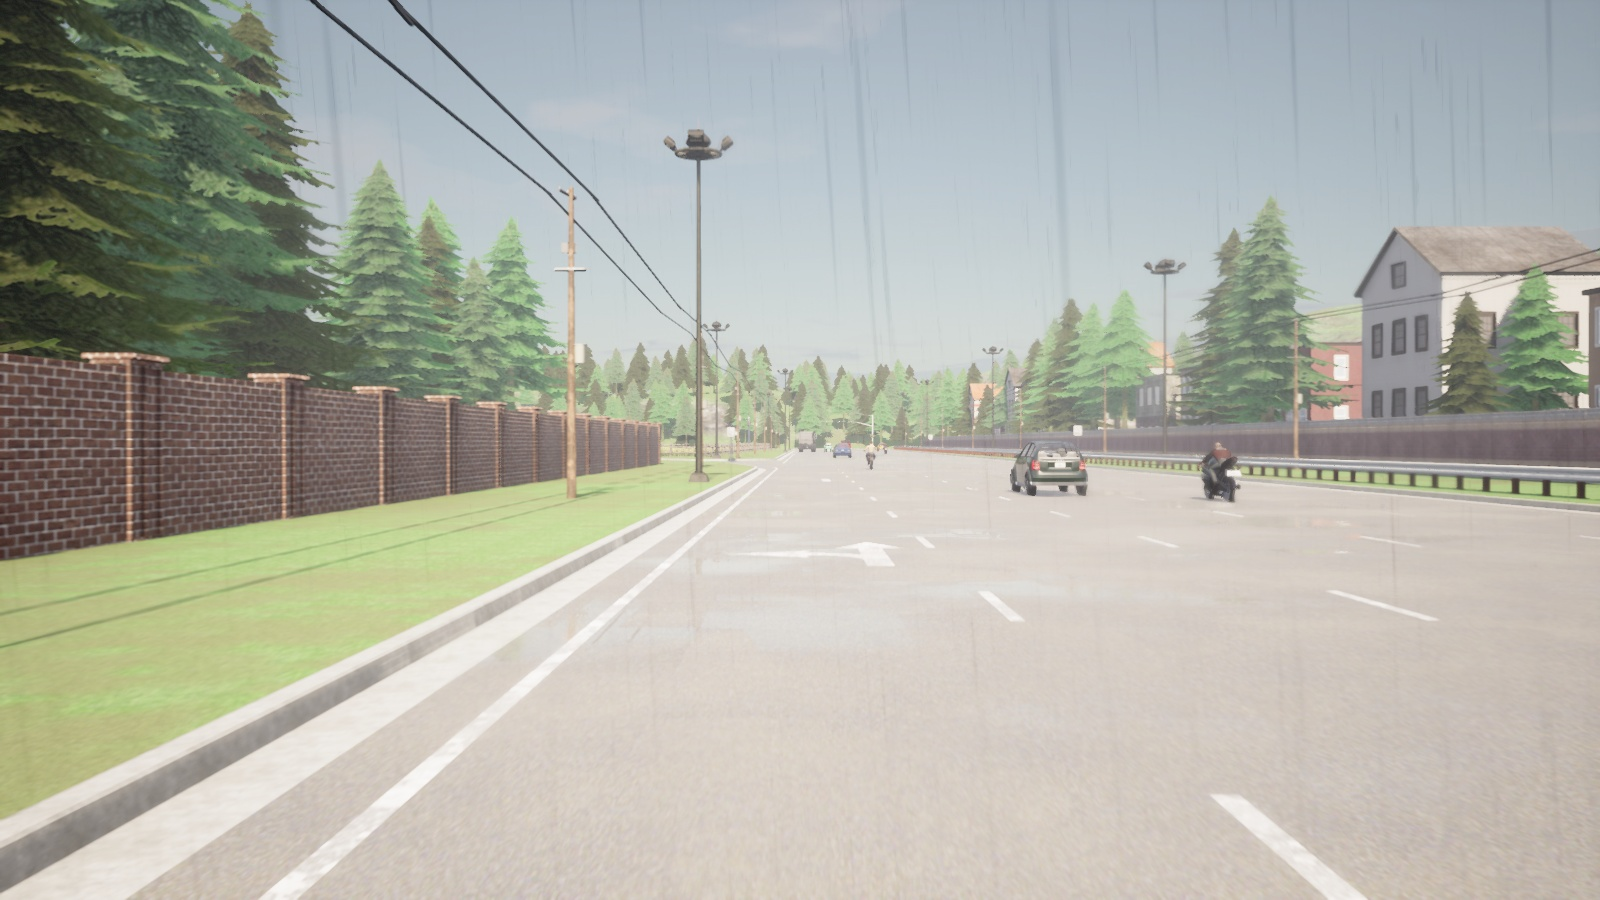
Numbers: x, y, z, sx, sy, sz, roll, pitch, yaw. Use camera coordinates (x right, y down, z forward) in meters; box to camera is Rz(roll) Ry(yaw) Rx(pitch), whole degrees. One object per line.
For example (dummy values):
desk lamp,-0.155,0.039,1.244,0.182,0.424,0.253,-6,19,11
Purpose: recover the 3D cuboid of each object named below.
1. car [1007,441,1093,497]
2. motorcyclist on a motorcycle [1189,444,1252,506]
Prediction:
car,7.224,0.523,36.653,1.789,1.549,3.705,0,0,0
motorcyclist on a motorcycle,10.698,0.609,32.034,0.866,1.530,2.191,0,0,0
